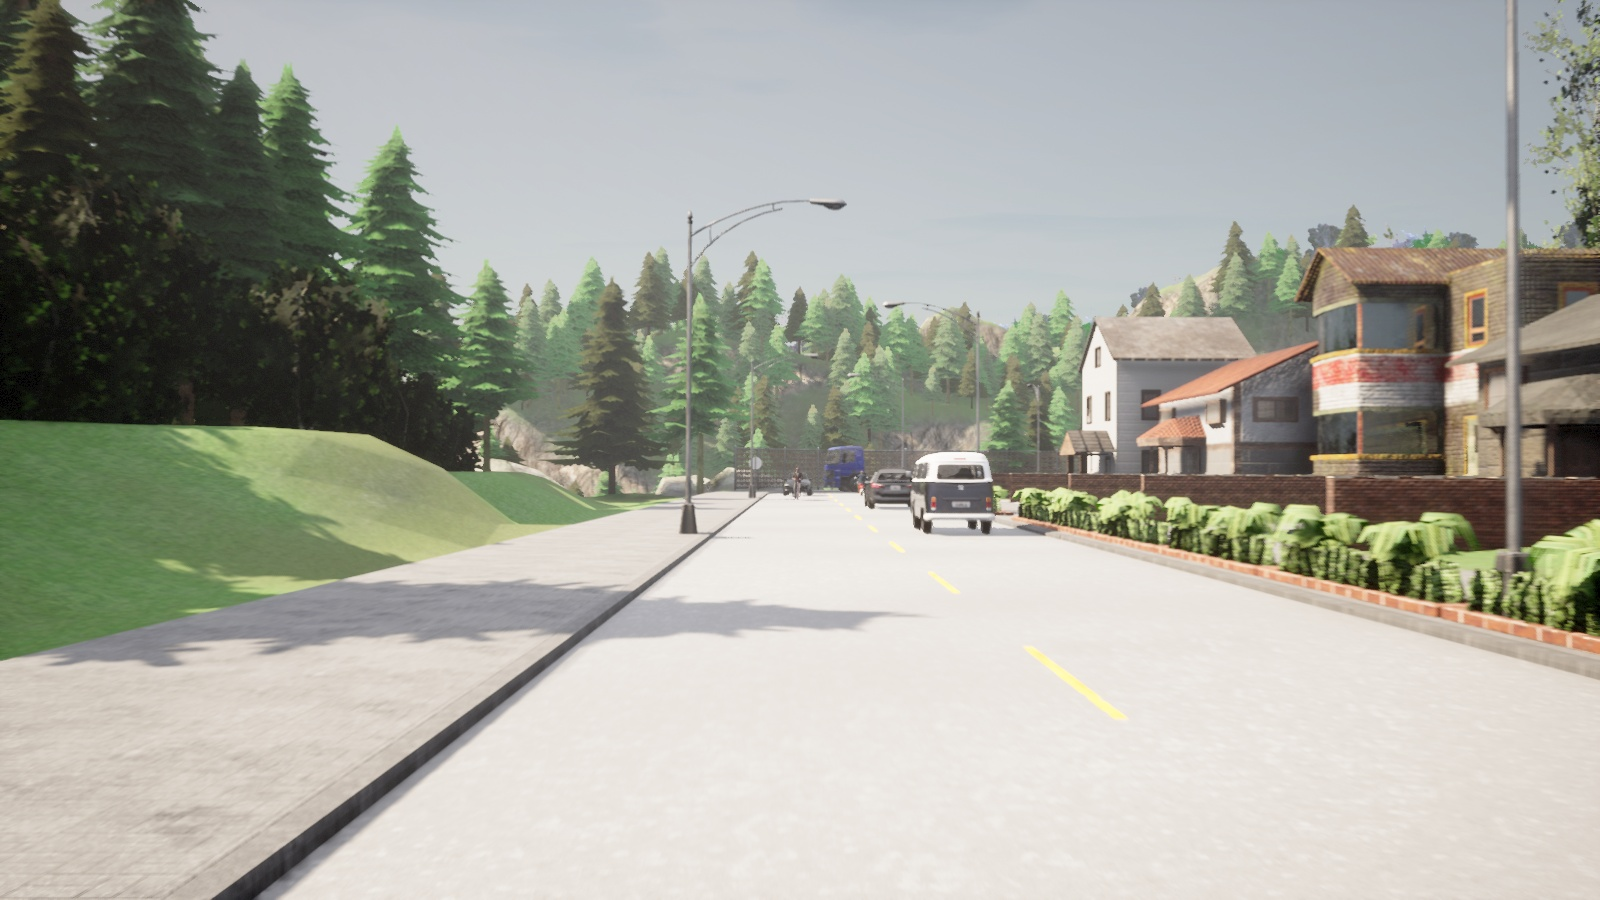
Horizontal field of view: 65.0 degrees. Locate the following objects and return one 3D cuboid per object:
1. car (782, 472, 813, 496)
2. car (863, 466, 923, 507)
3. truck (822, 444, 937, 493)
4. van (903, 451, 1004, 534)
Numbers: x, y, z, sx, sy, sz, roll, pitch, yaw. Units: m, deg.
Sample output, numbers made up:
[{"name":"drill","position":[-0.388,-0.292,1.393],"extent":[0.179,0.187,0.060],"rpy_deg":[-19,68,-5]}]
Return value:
[{"name":"car","position":[-0.115,2.154,79.494],"extent":[1.816,1.474,4.193],"rpy_deg":[0,-1,2]},{"name":"car","position":[3.918,1.538,53.658],"extent":[2.242,1.667,4.611],"rpy_deg":[0,-1,0]},{"name":"truck","position":[5.846,1.353,92.507],"extent":[7.936,3.462,2.891],"rpy_deg":[0,-1,-18]},{"name":"van","position":[3.948,1.073,33.009],"extent":[2.069,2.038,4.480],"rpy_deg":[0,-1,0]}]
